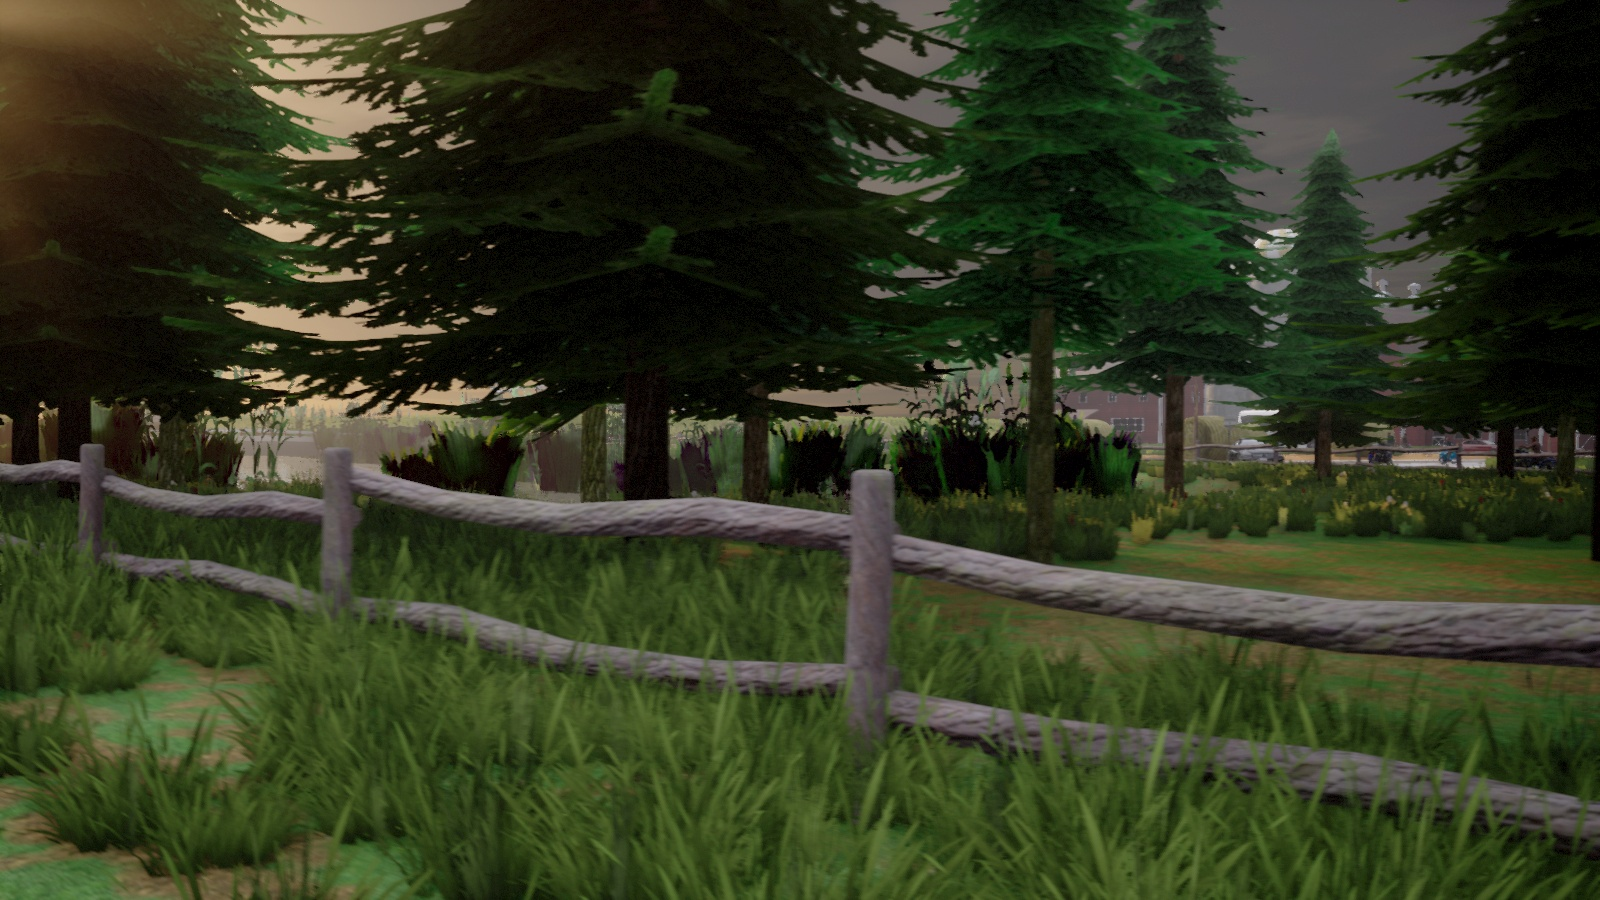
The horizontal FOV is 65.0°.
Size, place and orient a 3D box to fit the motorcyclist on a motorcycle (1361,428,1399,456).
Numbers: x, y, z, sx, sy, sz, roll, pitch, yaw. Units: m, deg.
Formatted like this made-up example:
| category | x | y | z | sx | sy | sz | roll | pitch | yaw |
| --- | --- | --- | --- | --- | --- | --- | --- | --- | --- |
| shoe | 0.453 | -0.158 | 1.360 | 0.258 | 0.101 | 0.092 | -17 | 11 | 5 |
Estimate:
| category | x | y | z | sx | sy | sz | roll | pitch | yaw |
| --- | --- | --- | --- | --- | --- | --- | --- | --- | --- |
| motorcyclist on a motorcycle | 32.326 | -0.451 | 69.977 | 2.191 | 1.530 | 0.866 | -1 | 1 | -34 |

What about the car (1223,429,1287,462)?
| category | x | y | z | sx | sy | sz | roll | pitch | yaw |
| --- | --- | --- | --- | --- | --- | --- | --- | --- | --- |
| car | 20.824 | -0.221 | 57.637 | 1.812 | 1.442 | 4.674 | -1 | 1 | 8 |

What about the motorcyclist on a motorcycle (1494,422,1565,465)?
| category | x | y | z | sx | sy | sz | roll | pitch | yaw |
| --- | --- | --- | --- | --- | --- | --- | --- | --- | --- |
| motorcyclist on a motorcycle | 28.580 | -0.261 | 49.240 | 0.766 | 1.649 | 2.350 | -1 | 1 | -31 |

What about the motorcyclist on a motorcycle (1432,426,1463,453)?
| category | x | y | z | sx | sy | sz | roll | pitch | yaw |
| --- | --- | --- | --- | --- | --- | --- | --- | --- | --- |
| motorcyclist on a motorcycle | 38.118 | -0.636 | 73.898 | 1.817 | 1.590 | 0.866 | -1 | 1 | -34 |
